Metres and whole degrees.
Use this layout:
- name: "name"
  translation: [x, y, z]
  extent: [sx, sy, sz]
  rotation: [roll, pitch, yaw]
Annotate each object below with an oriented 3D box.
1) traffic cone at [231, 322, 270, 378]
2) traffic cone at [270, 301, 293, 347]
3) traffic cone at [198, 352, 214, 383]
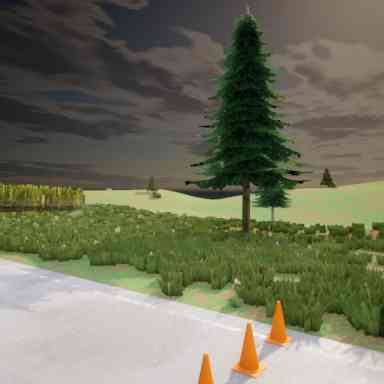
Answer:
- name: "traffic cone"
  translation: [0.729, 1.955, 4.242]
  extent: [0.340, 0.580, 0.340]
  rotation: [0, 0, 36]
- name: "traffic cone"
  translation: [1.314, 1.955, 5.053]
  extent: [0.340, 0.580, 0.340]
  rotation: [0, 0, 36]
- name: "traffic cone"
  translation: [0.145, 1.955, 3.431]
  extent: [0.340, 0.580, 0.340]
  rotation: [0, 0, 36]
